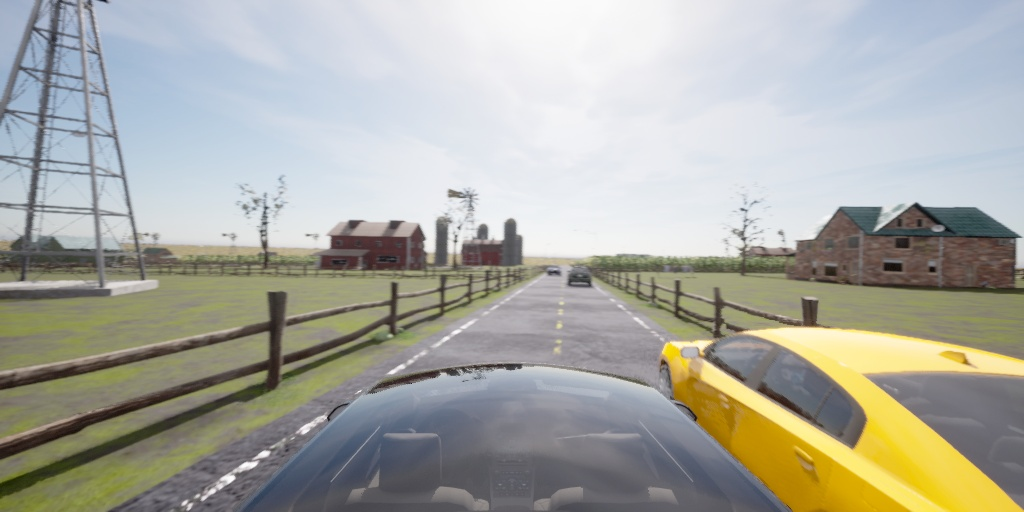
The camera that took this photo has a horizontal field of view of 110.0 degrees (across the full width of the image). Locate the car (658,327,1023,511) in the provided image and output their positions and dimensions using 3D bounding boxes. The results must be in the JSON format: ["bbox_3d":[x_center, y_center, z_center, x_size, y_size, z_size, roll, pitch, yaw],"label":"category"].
[{"bbox_3d":[2.644,1.321,2.874,1.882,1.535,5.008,2,-1,8],"label":"car"}]

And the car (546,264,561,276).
[{"bbox_3d":[6.241,2.038,53.171,2.097,1.767,4.553,2,-1,8],"label":"car"}]

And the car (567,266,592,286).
[{"bbox_3d":[6.101,1.726,32.632,2.097,1.767,4.553,2,-1,9],"label":"car"}]
